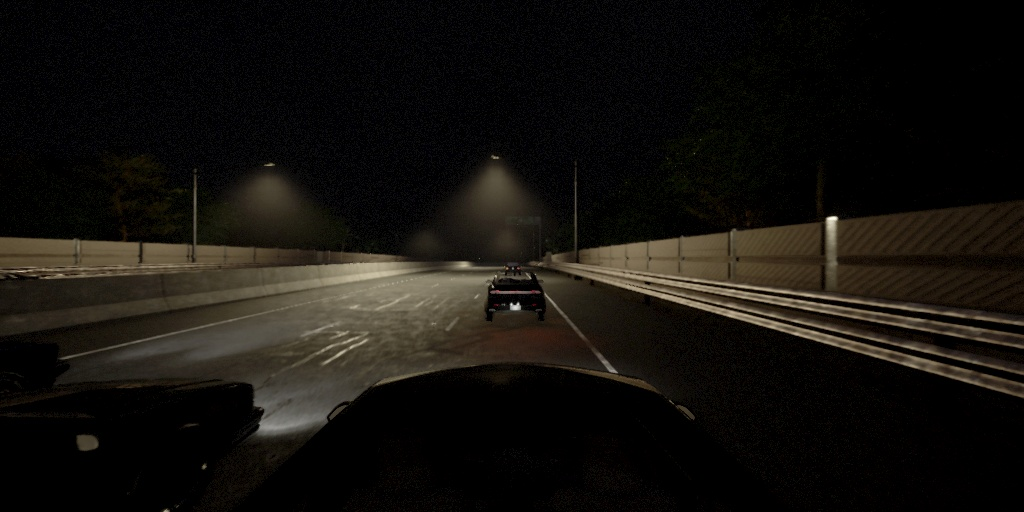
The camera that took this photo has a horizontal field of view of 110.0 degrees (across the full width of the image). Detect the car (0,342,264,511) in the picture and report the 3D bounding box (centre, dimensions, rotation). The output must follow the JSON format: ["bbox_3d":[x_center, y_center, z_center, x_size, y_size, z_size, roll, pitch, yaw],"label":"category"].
[{"bbox_3d":[-3.400,1.297,1.081,2.033,1.411,5.357,0,0,0],"label":"car"}]

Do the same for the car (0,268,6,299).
[{"bbox_3d":[-24.599,1.286,14.448,1.812,1.442,4.674,0,0,0],"label":"car"}]

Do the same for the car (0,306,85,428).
[{"bbox_3d":[-6.900,1.351,2.635,1.895,1.301,4.718,0,0,0],"label":"car"}]

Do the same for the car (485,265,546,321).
[{"bbox_3d":[0.101,1.250,12.574,2.128,1.511,4.902,0,0,0],"label":"car"}]

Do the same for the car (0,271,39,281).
[{"bbox_3d":[-21.099,1.251,13.296,2.128,1.511,4.902,0,0,0],"label":"car"}]

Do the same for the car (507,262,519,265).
[{"bbox_3d":[0.102,1.404,41.341,2.033,1.411,5.357,0,0,0],"label":"car"}]
